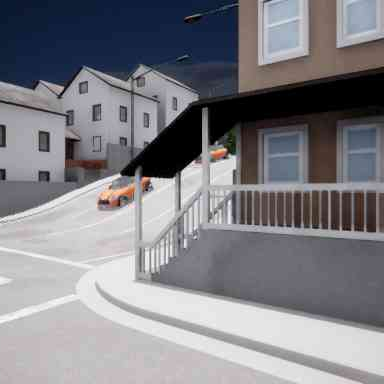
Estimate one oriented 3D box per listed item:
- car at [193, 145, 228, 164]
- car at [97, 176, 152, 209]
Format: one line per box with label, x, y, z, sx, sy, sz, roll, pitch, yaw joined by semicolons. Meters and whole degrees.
car;1.924;-4.068;35.014;2.097;1.767;4.553;0;12;35
car;-5.076;-0.313;24.828;2.097;1.767;4.553;0;21;34
